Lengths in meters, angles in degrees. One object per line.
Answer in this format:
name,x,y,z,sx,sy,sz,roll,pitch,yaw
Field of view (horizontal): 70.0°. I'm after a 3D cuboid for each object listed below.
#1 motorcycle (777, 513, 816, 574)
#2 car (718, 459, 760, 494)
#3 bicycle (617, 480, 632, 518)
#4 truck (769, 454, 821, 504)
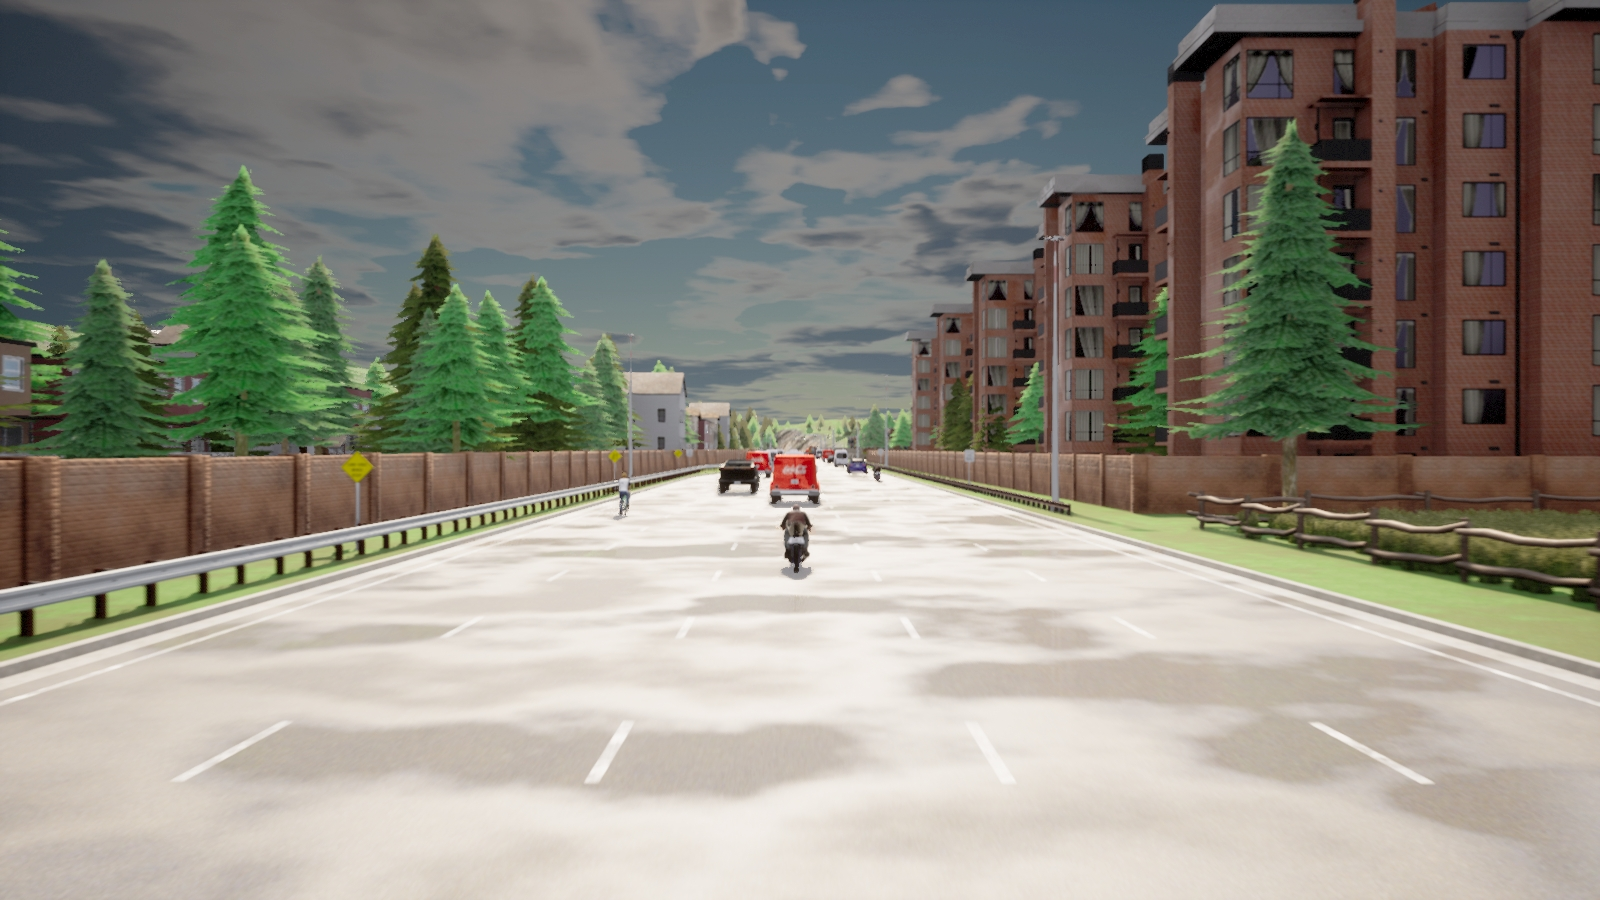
motorcycle,-0.086,2.164,26.770,0.867,1.251,2.209,0,0,0
car,-3.844,1.647,72.860,2.390,2.098,6.274,0,0,0
bicycle,-7.210,1.986,46.989,0.373,1.496,1.643,0,0,0
truck,-0.273,1.480,59.916,2.627,2.467,5.204,0,0,0
